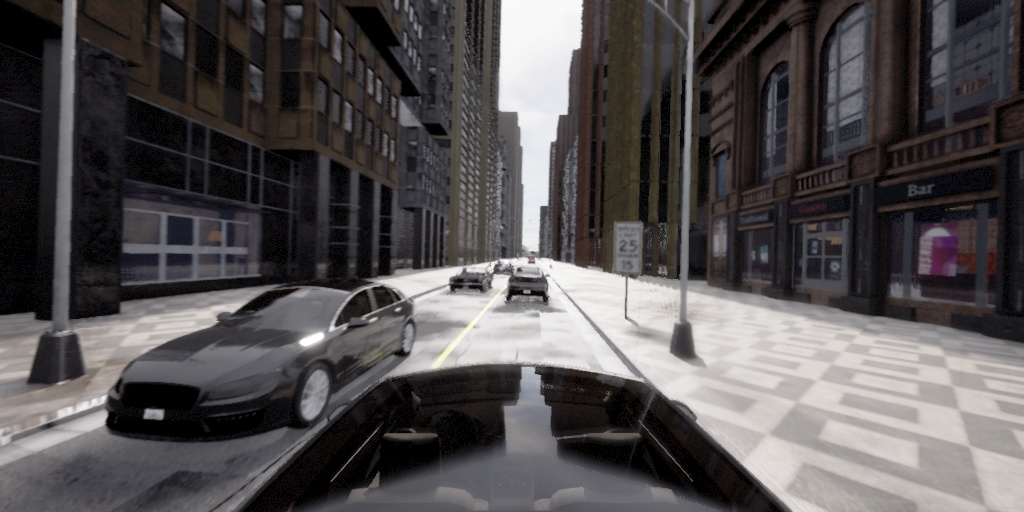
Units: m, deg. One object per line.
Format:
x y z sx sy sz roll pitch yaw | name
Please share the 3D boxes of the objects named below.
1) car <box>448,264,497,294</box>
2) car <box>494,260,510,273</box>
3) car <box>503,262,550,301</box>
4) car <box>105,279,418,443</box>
-2.184 1.279 20.046 1.895 1.301 4.718 2 0 3 | car
-0.951 1.199 40.256 2.128 1.511 4.902 2 0 3 | car
0.783 1.271 17.575 1.837 1.490 4.892 2 0 3 | car
-2.994 1.169 5.627 1.837 1.490 4.892 2 0 5 | car
